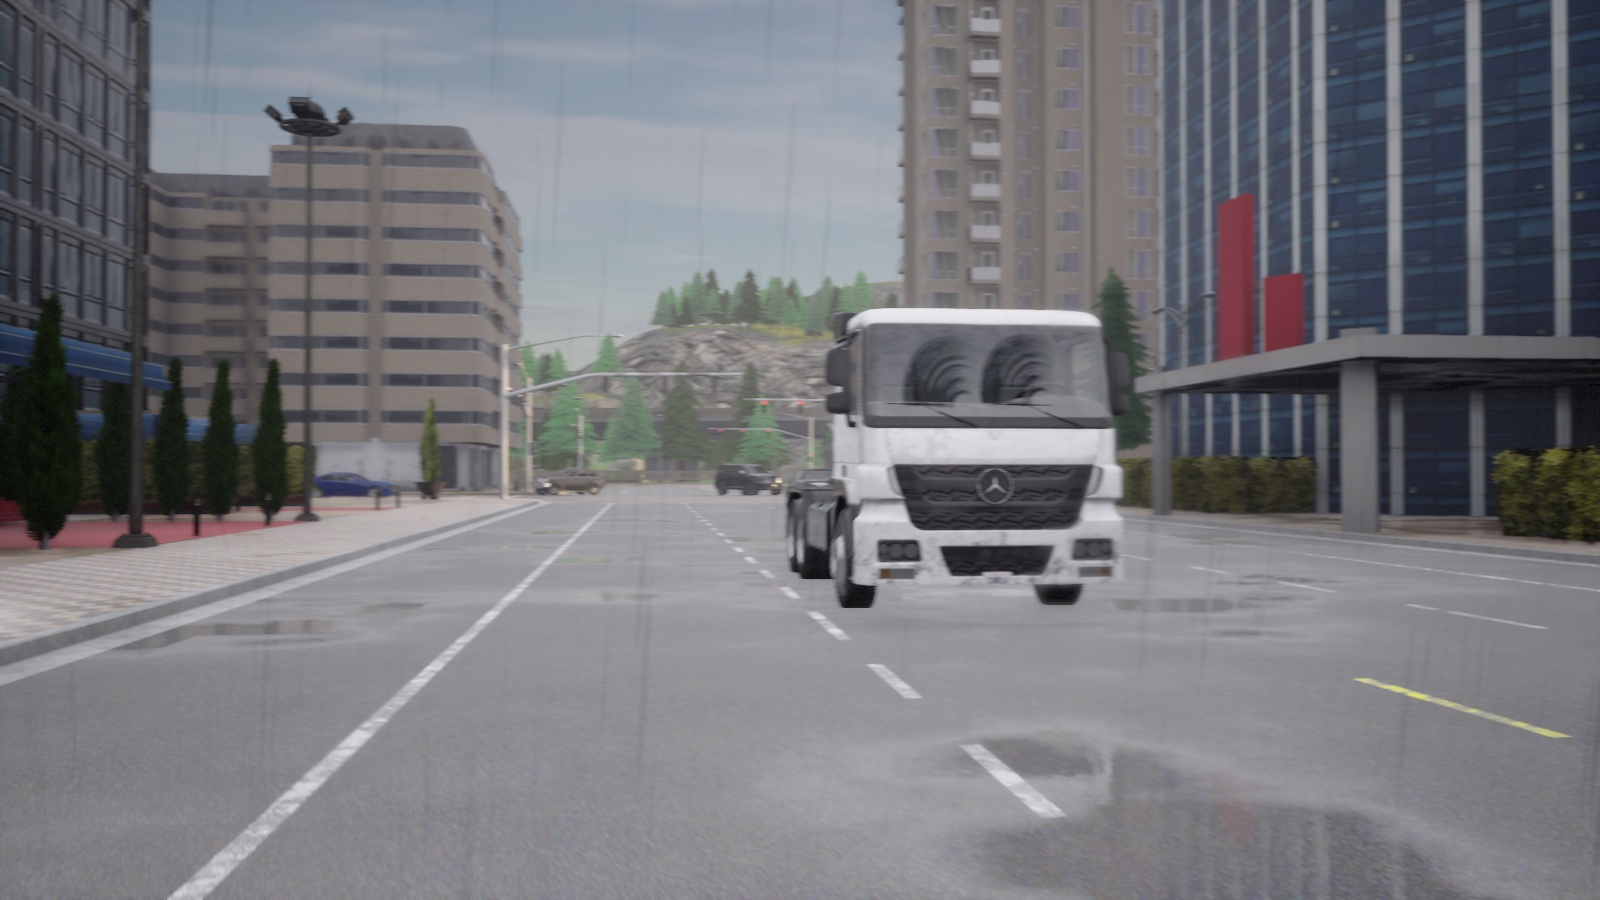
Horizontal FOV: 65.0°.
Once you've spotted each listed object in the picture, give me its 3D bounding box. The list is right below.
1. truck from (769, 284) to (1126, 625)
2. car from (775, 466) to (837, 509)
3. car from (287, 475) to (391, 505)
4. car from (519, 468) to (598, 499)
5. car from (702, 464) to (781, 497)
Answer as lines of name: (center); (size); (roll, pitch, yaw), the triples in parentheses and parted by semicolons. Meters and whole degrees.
truck: (1.443, 0.105, 16.863); (2.891, 3.462, 7.936); (0, -1, -7)
car: (0.205, 1.580, 53.835); (2.097, 1.767, 4.553); (0, -1, -7)
car: (-24.873, 2.148, 67.868); (5.008, 1.535, 1.882); (0, -1, -7)
car: (-15.540, 2.127, 80.846); (4.605, 1.855, 1.932); (0, -1, -39)
car: (-3.792, 1.925, 80.572); (2.150, 2.045, 5.566); (0, -1, -39)
